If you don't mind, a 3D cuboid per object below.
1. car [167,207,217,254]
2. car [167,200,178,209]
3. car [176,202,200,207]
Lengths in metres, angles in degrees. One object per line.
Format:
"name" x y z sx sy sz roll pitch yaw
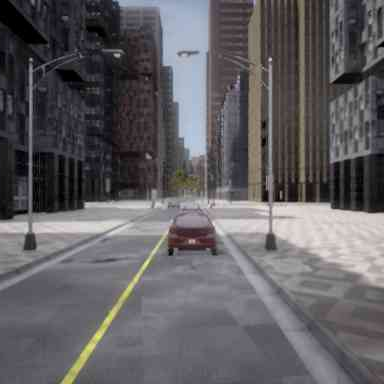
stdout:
"car" 0.025 1.616 14.258 1.882 1.535 5.008 0 0 1
"car" -3.041 2.078 55.531 1.994 1.385 4.181 0 -1 0
"car" 0.012 1.764 28.510 2.128 1.511 4.902 0 0 1
